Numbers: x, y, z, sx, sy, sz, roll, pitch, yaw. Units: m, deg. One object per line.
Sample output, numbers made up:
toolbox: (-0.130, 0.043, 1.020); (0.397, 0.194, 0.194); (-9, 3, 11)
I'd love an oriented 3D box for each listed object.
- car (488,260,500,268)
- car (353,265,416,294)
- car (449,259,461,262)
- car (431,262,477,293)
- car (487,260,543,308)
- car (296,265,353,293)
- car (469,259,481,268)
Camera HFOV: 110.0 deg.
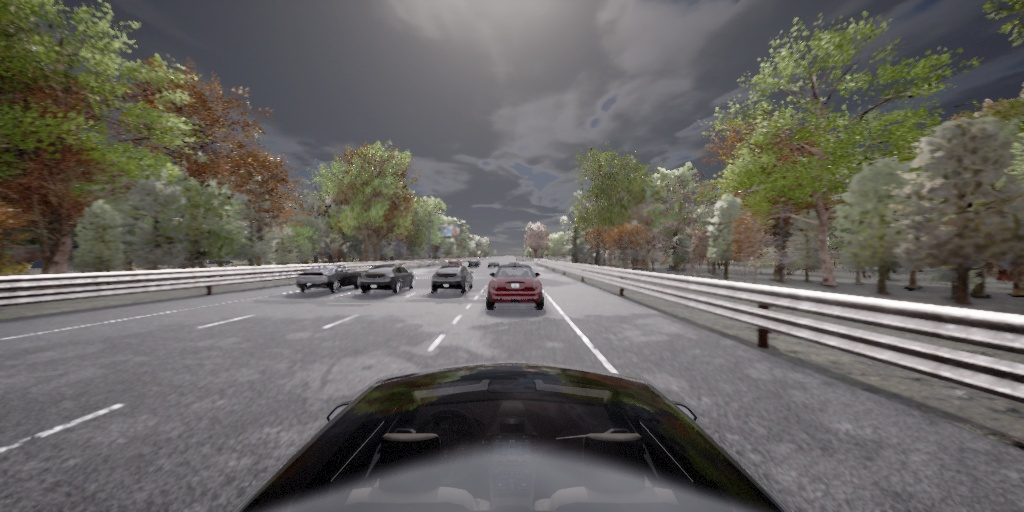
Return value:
car: (-3.203, 1.404, 63.412); (1.895, 1.301, 4.718); (0, 0, 0)
car: (-6.863, 1.266, 20.248); (1.837, 1.490, 4.892); (0, 0, 0)
car: (-10.201, 1.279, 64.102); (1.882, 1.535, 5.008); (0, 0, 0)
car: (-3.360, 1.268, 20.771); (1.837, 1.490, 4.892); (0, 0, 0)
car: (0.123, 1.111, 15.256); (2.097, 1.767, 4.553); (0, 0, 0)
car: (-10.360, 1.253, 20.763); (2.128, 1.511, 4.902); (0, 0, 0)
car: (-6.700, 1.281, 64.501); (1.882, 1.535, 5.008); (0, 0, 0)
